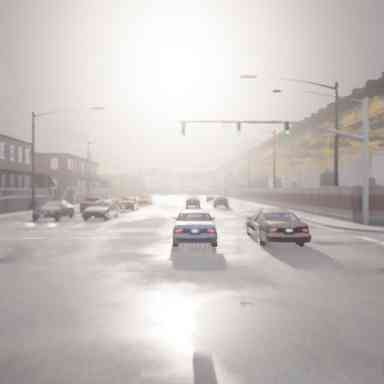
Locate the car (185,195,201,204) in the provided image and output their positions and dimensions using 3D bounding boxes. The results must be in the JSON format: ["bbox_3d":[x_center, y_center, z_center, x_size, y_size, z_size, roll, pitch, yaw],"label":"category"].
[{"bbox_3d":[0.132,1.256,42.945,2.128,1.511,4.902,0,0,0],"label":"car"}]

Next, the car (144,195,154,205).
[{"bbox_3d":[-7.012,1.201,50.594,1.882,1.535,5.008,0,0,1],"label":"car"}]

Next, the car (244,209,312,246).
[{"bbox_3d":[3.612,1.465,14.862,2.033,1.411,5.357,0,0,0],"label":"car"}]

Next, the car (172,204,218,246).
[{"bbox_3d":[0.111,1.466,14.685,2.033,1.411,5.357,0,0,0],"label":"car"}]

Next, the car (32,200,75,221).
[{"bbox_3d":[-10.572,1.384,25.761,1.812,1.442,4.674,0,0,0],"label":"car"}]

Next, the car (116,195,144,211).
[{"bbox_3d":[-7.056,1.290,36.757,2.128,1.511,4.902,0,0,0],"label":"car"}]

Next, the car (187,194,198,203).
[{"bbox_3d":[0.046,1.206,62.490,2.033,1.411,5.357,0,0,0],"label":"car"}]

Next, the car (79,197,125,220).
[{"bbox_3d":[-7.072,1.402,26.382,2.033,1.411,5.357,0,0,0],"label":"car"}]

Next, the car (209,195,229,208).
[{"bbox_3d":[3.632,1.269,43.073,1.837,1.490,4.892,0,0,0],"label":"car"}]

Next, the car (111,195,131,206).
[{"bbox_3d":[-10.523,1.206,49.662,1.882,1.535,5.008,0,0,1],"label":"car"}]

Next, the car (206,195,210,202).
[{"bbox_3d":[3.546,1.258,62.782,1.895,1.301,4.718,0,0,0],"label":"car"}]
